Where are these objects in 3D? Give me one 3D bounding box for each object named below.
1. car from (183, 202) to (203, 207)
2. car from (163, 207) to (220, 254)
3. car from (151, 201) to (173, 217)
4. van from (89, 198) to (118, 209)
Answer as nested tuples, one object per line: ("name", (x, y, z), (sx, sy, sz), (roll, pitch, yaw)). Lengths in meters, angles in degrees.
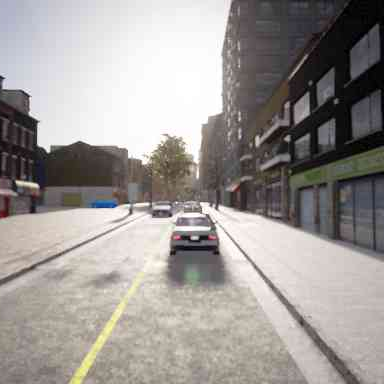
("car", (0.097, 1.626, 32.117), (2.033, 1.411, 5.357), (0, 0, 0))
("car", (0.102, 1.555, 13.420), (2.033, 1.411, 5.357), (0, 0, 0))
("car", (-2.807, 1.630, 32.737), (2.033, 1.411, 5.357), (0, 0, 0))
("van", (-12.929, 1.731, 49.044), (3.998, 1.788, 1.690), (0, -3, 0))
